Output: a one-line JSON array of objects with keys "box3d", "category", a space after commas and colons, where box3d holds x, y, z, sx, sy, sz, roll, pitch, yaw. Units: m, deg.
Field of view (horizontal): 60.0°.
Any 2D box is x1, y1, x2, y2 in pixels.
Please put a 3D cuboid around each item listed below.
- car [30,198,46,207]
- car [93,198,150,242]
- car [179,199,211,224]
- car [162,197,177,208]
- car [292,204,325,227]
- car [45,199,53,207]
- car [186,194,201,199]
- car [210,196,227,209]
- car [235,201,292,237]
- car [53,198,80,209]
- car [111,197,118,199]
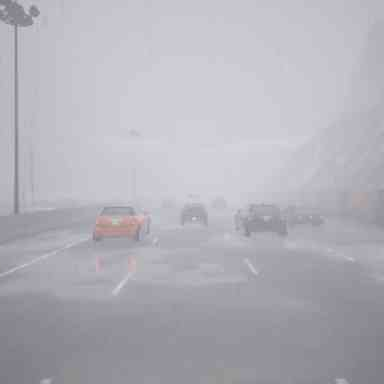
[{"box3d": [-24.390, 1.733, 53.868, 1.994, 1.385, 4.181, 0, 0, 1], "category": "car"}, {"box3d": [-3.356, 1.384, 16.634, 2.097, 1.767, 4.553, 0, 0, 0], "category": "car"}, {"box3d": [0.155, 1.527, 24.629, 1.837, 1.490, 4.892, 0, 0, 0], "category": "car"}, {"box3d": [-3.285, 1.566, 48.414, 1.837, 1.490, 4.892, 0, 0, 0], "category": "car"}, {"box3d": [7.129, 1.534, 22.425, 2.033, 1.411, 5.357, 0, 0, 0], "category": "car"}, {"box3d": [-20.889, 1.700, 53.192, 2.033, 1.411, 5.357, 0, 0, 1], "category": "car"}, {"box3d": [0.223, 1.266, 50.187, 2.150, 2.045, 5.566, 0, 0, 0], "category": "car"}, {"box3d": [3.707, 1.379, 46.687, 2.097, 1.767, 4.553, 0, 0, 0], "category": "car"}, {"box3d": [3.647, 1.351, 18.339, 2.097, 1.767, 4.553, 0, 0, 0], "category": "car"}, {"box3d": [-17.429, 1.634, 47.306, 1.837, 1.490, 4.892, 0, 0, 1], "category": "car"}, {"box3d": [-13.870, 1.677, 59.901, 1.994, 1.385, 4.181, 0, 0, 1], "category": "car"}]
